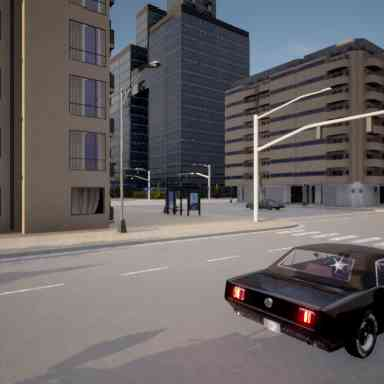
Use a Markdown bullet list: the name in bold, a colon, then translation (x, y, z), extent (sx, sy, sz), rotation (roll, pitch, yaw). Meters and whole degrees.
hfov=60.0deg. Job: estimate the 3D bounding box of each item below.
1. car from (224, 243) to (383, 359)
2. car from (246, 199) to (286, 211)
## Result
- **car**: translation (2.922, 1.601, 6.009), extent (4.718, 1.301, 1.895), rotation (0, 0, -36)
- **car**: translation (9.418, 1.603, 42.895), extent (2.033, 1.411, 5.357), rotation (0, 0, -38)
